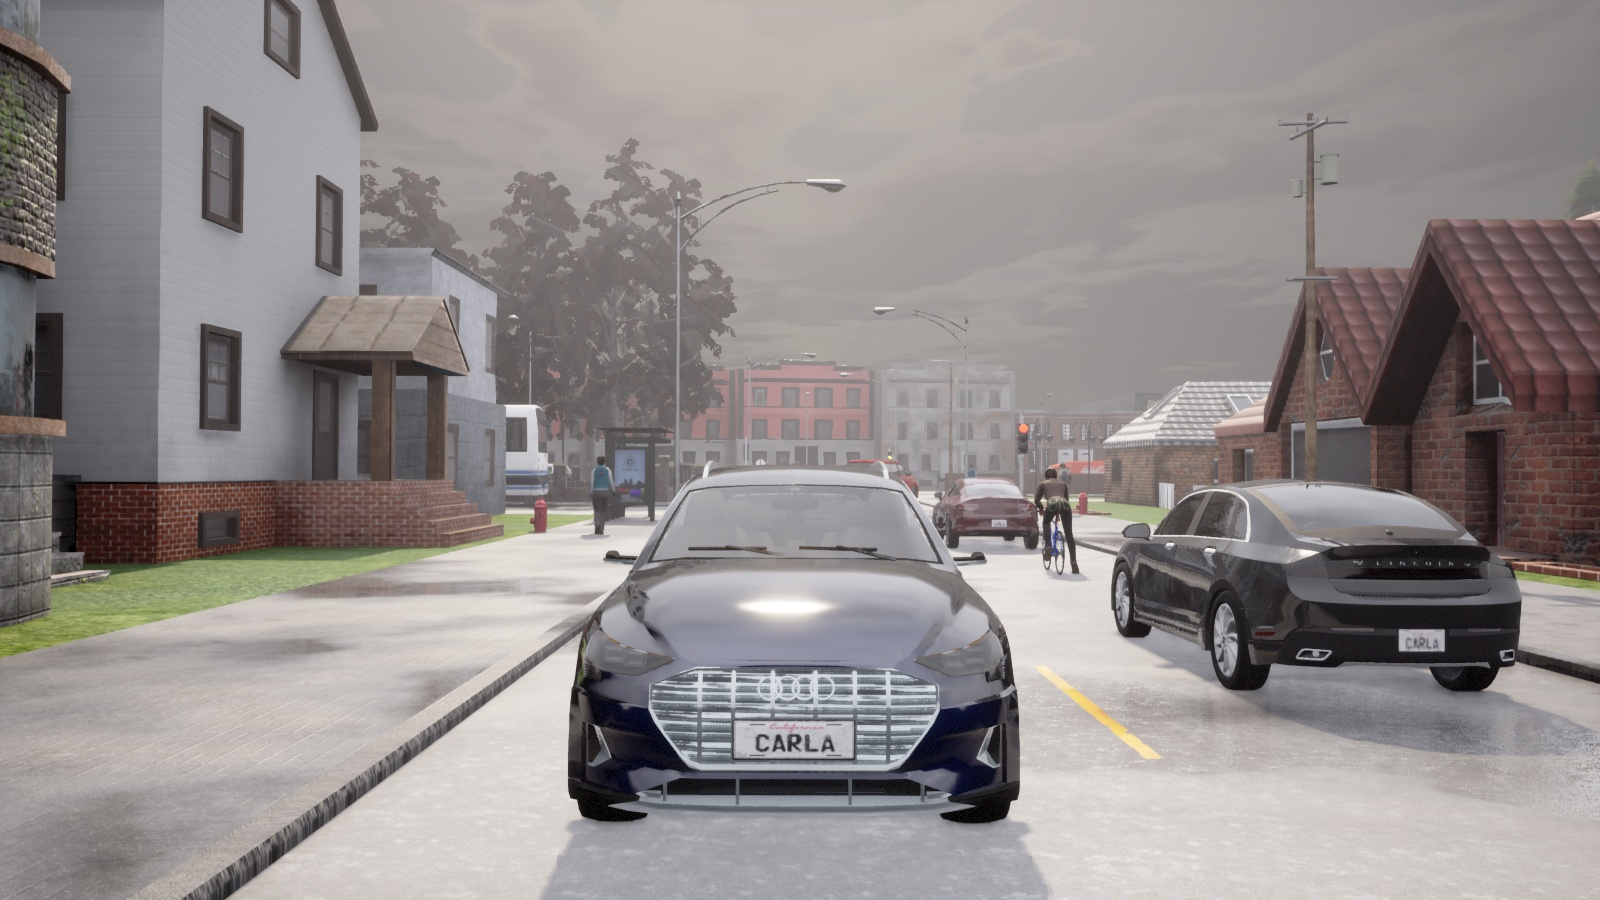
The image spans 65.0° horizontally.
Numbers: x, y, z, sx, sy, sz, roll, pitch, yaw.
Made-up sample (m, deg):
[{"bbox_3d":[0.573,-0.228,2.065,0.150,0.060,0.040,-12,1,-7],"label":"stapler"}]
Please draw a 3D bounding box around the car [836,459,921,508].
[{"bbox_3d":[3.511,1.441,55.024,2.150,2.045,5.566,0,-1,21],"label":"car"}]

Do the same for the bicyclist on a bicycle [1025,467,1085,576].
[{"bbox_3d":[3.948,1.079,19.545,0.582,1.620,1.656,0,-1,0],"label":"bicyclist on a bicycle"}]

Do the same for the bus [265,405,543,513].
[{"bbox_3d":[-16.065,0.369,51.740,10.273,4.253,3.944,0,-1,-4],"label":"bus"}]

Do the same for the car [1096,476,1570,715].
[{"bbox_3d":[3.973,0.979,10.446,1.837,1.490,4.892,0,-1,0],"label":"car"}]

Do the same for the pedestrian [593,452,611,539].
[{"bbox_3d":[-4.481,1.017,28.364,0.396,1.930,0.692,0,-1,-9],"label":"pedestrian"}]

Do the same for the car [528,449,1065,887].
[{"bbox_3d":[-0.020,0.865,7.198,2.033,1.649,4.856,0,-1,0],"label":"car"}]

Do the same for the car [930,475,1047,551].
[{"bbox_3d":[3.920,1.274,26.825,1.812,1.442,4.674,0,-1,1],"label":"car"}]

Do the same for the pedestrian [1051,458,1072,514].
[{"bbox_3d":[8.764,1.194,42.073,0.540,1.848,0.694,0,-1,-2],"label":"pedestrian"}]
